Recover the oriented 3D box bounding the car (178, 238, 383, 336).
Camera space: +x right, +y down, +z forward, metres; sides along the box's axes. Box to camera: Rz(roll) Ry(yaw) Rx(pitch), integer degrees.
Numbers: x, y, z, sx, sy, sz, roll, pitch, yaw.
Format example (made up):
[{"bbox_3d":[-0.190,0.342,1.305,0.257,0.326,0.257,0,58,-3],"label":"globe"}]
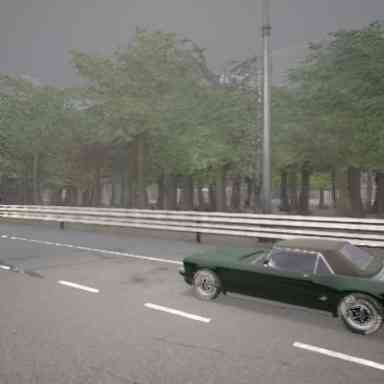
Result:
[{"bbox_3d":[2.038,1.604,6.714,4.718,1.301,1.895,0,0,36],"label":"car"}]
